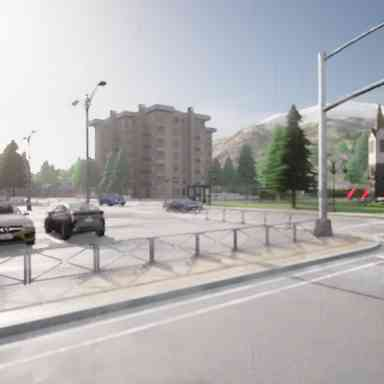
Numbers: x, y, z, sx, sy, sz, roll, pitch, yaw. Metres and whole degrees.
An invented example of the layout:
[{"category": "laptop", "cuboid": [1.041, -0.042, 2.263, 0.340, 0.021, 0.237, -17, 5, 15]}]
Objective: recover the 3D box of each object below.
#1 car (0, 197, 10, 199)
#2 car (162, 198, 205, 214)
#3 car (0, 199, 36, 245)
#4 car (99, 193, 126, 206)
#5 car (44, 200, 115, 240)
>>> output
[{"category": "car", "cuboid": [-20.871, 1.321, 36.941, 1.845, 1.501, 3.633, -1, 0, -36]}, {"category": "car", "cuboid": [-0.948, 1.325, 33.277, 2.033, 1.411, 5.357, -1, 1, -36]}, {"category": "car", "cuboid": [-8.130, 1.314, 13.964, 2.152, 1.636, 5.027, -1, 0, -36]}, {"category": "car", "cuboid": [-11.577, 1.107, 47.848, 2.150, 2.045, 5.566, -1, 0, -36]}, {"category": "car", "cuboid": [-5.618, 1.285, 15.843, 2.007, 1.523, 4.514, -1, 0, -36]}]
